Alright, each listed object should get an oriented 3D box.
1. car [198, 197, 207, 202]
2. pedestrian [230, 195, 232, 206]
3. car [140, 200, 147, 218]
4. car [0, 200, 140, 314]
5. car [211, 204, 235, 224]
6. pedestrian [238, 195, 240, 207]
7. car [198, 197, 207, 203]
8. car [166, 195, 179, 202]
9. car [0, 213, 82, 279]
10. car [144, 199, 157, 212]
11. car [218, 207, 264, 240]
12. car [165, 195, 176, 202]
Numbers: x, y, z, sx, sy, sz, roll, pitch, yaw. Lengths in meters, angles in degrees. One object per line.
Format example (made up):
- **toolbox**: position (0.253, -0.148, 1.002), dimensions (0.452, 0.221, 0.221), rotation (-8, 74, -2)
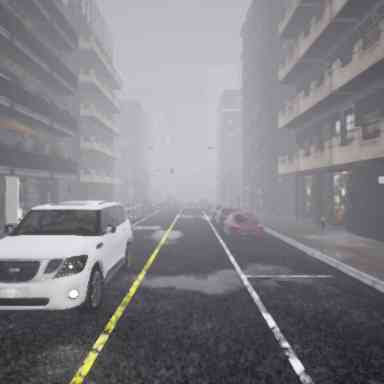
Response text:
- **car**: position (2.524, 1.846, 83.170), dimensions (2.008, 1.369, 4.403), rotation (-1, 0, 0)
- **pedestrian**: position (5.991, 1.333, 50.915), dimensions (0.375, 1.860, 0.375), rotation (-1, 1, 0)
- **car**: position (-5.335, 1.653, 28.174), dimensions (2.008, 1.369, 4.403), rotation (-1, 0, 0)
- **car**: position (-2.853, 1.251, 8.001), dimensions (2.150, 2.045, 5.566), rotation (0, 0, 0)
- **car**: position (2.547, 1.628, 22.631), dimensions (1.887, 1.381, 4.507), rotation (-1, 0, 0)
- **pedestrian**: position (6.991, 1.326, 49.715), dimensions (0.375, 1.860, 0.375), rotation (-1, 1, 0)
- **car**: position (2.526, 1.858, 77.631), dimensions (1.802, 1.307, 4.206), rotation (-1, 0, 0)
- **car**: position (-2.768, 1.315, 48.622), dimensions (2.128, 1.511, 4.902), rotation (0, 0, 0)
- **car**: position (-5.329, 1.566, 11.050), dimensions (1.752, 1.417, 4.829), rotation (-1, 0, 0)
- **car**: position (-5.471, 1.589, 41.249), dimensions (1.967, 1.590, 4.097), rotation (-1, 0, 0)
- **car**: position (2.549, 1.644, 16.966), dimensions (1.802, 1.307, 4.206), rotation (-1, 0, 0)
- **car**: position (-5.359, 1.610, 83.227), dimensions (2.192, 1.841, 5.009), rotation (-1, 0, 0)
